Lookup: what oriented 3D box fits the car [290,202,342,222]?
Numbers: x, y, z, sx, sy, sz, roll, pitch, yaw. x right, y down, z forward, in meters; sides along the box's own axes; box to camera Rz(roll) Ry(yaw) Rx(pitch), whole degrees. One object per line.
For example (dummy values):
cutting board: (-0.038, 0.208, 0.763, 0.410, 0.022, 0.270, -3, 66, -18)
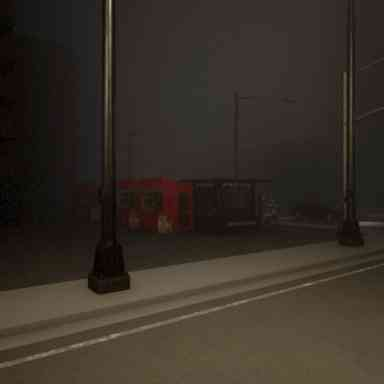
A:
car: (10.499, 1.612, 27.588, 1.837, 1.490, 4.892, 0, -1, -36)
